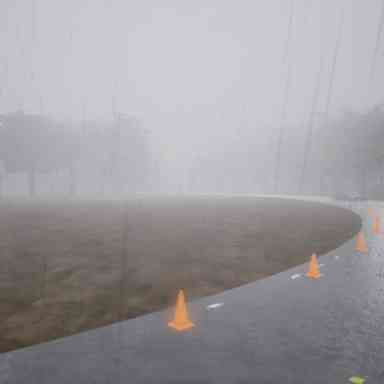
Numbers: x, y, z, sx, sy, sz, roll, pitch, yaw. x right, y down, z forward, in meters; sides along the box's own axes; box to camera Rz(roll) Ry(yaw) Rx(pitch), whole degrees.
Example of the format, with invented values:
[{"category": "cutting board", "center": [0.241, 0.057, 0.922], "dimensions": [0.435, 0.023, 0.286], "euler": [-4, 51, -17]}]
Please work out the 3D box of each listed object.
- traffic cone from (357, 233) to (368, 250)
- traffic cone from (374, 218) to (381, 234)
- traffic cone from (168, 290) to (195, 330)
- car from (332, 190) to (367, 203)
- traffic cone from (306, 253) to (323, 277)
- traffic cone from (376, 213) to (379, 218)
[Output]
[{"category": "traffic cone", "center": [6.374, 1.851, 12.469], "dimensions": [0.340, 0.580, 0.340], "euler": [-1, 1, 38]}, {"category": "traffic cone", "center": [9.099, 1.728, 16.320], "dimensions": [0.340, 0.580, 0.340], "euler": [-1, 1, 32]}, {"category": "traffic cone", "center": [-0.178, 1.984, 5.690], "dimensions": [0.340, 0.580, 0.340], "euler": [0, 0, -40]}, {"category": "car", "center": [18.346, 0.475, 39.094], "dimensions": [2.033, 1.411, 5.357], "euler": [-1, 1, 0]}, {"category": "traffic cone", "center": [3.270, 1.937, 8.913], "dimensions": [0.340, 0.580, 0.340], "euler": [-1, 0, 44]}, {"category": "traffic cone", "center": [11.420, 1.570, 20.428], "dimensions": [0.340, 0.580, 0.340], "euler": [-1, 2, 27]}]
